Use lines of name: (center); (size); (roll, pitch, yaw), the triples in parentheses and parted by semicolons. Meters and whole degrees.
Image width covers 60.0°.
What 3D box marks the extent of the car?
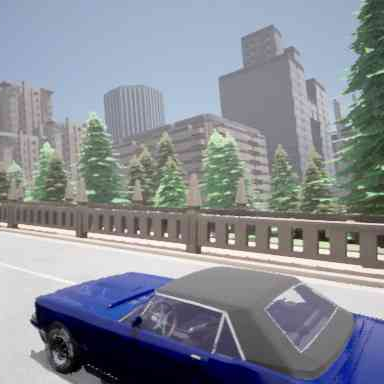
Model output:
car: (0.137, 1.604, 3.907); (4.718, 1.301, 1.895); (0, 0, 36)
